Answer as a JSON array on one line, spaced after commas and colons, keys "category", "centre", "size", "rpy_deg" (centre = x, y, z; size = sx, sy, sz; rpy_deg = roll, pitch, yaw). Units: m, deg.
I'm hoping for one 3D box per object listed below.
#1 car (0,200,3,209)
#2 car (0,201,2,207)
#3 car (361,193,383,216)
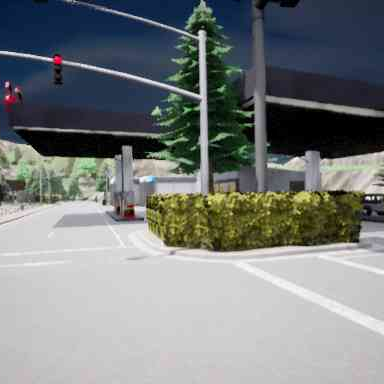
[{"category": "car", "centre": [-35.771, 2.190, 58.136], "size": [4.514, 1.523, 2.007], "rpy_deg": [-1, 0, -18]}, {"category": "car", "centre": [-34.769, 2.154, 55.164], "size": [5.027, 1.636, 2.152], "rpy_deg": [-1, 0, -18]}, {"category": "car", "centre": [15.377, 1.064, 26.588], "size": [1.905, 1.878, 3.866], "rpy_deg": [-1, 0, -18]}]
